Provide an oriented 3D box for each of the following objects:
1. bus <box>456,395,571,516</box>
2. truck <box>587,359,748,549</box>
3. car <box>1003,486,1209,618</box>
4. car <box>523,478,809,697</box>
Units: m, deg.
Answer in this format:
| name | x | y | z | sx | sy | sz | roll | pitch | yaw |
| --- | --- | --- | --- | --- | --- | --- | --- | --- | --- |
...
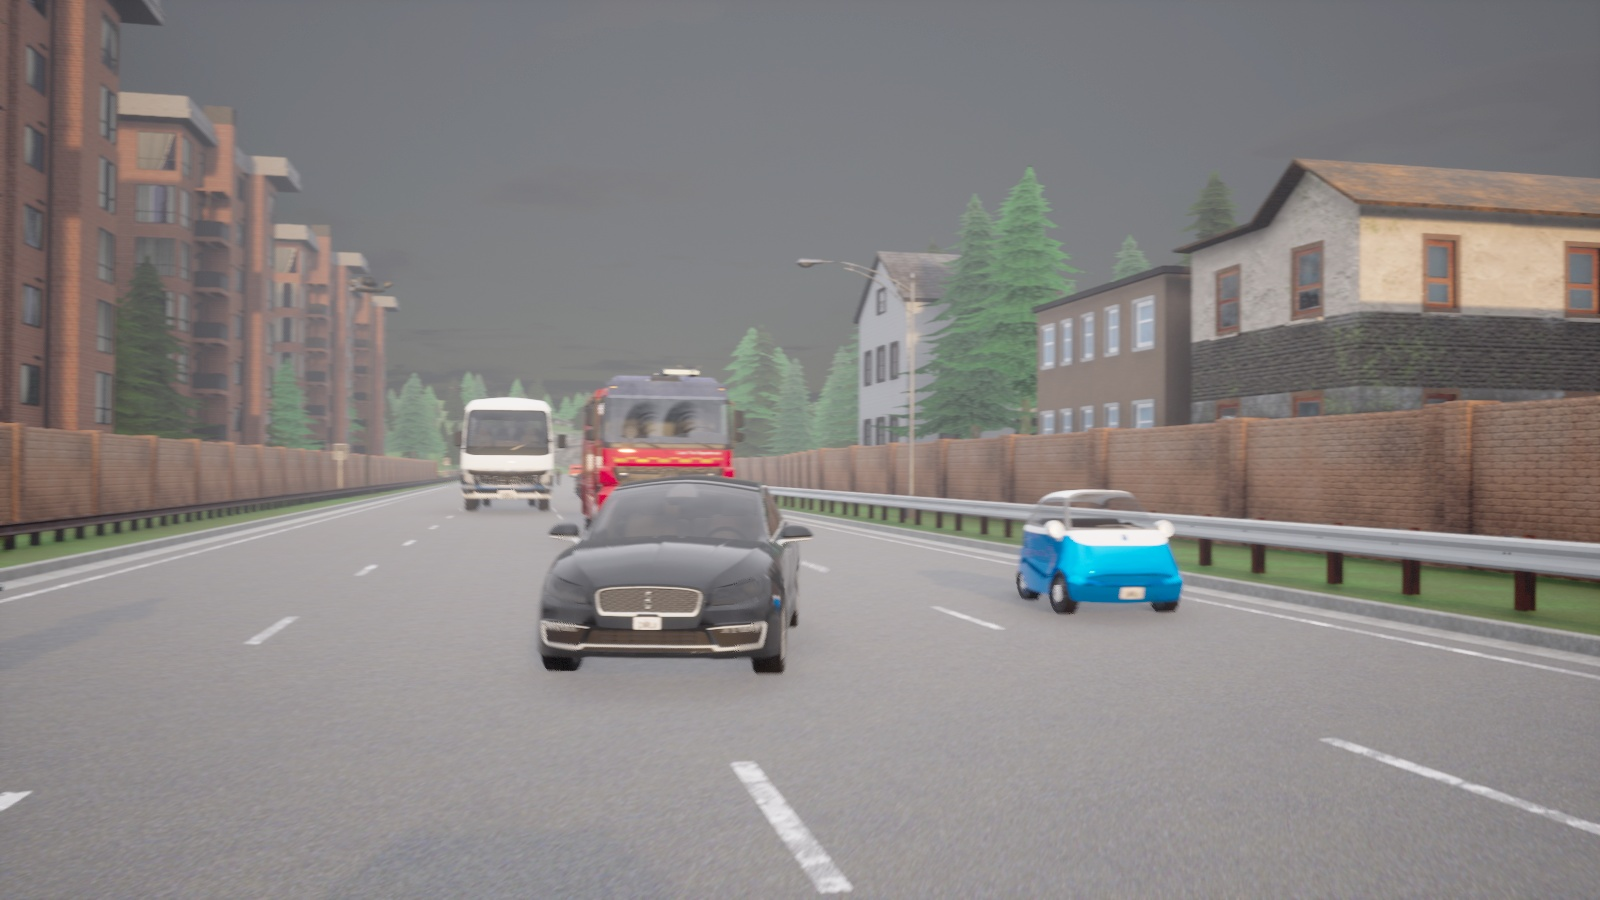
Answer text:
| name | x | y | z | sx | sy | sz | roll | pitch | yaw |
| --- | --- | --- | --- | --- | --- | --- | --- | --- | --- |
| bus | -11.158 | 0.279 | 49.271 | 3.944 | 4.253 | 10.273 | 0 | -1 | -12 |
| truck | -3.376 | 0.153 | 29.668 | 2.891 | 3.827 | 8.468 | 0 | -1 | -12 |
| car | 3.455 | 1.109 | 14.493 | 1.481 | 1.376 | 2.207 | 0 | -1 | -12 |
| car | -0.923 | 1.009 | 11.200 | 1.837 | 1.490 | 4.892 | 0 | -1 | 2 |
